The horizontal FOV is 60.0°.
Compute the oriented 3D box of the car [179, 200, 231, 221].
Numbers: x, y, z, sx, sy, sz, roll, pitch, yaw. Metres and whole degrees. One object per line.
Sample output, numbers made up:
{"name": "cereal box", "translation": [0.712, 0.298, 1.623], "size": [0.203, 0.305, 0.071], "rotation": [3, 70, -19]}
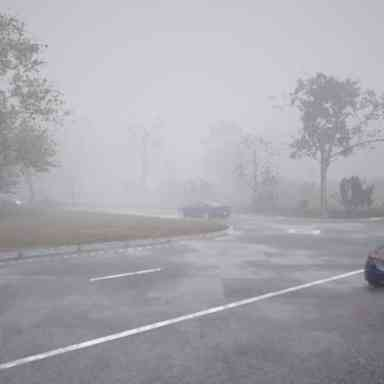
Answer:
{"name": "car", "translation": [0.908, 1.435, 26.819], "size": [1.882, 1.535, 5.008], "rotation": [0, 0, -40]}

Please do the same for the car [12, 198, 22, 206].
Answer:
{"name": "car", "translation": [-31.796, 1.846, 58.399], "size": [4.674, 1.442, 1.812], "rotation": [-1, 0, 30]}

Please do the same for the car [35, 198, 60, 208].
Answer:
{"name": "car", "translation": [-22.970, 1.691, 52.916], "size": [4.902, 1.511, 2.128], "rotation": [-1, 0, 35]}

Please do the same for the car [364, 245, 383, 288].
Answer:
{"name": "car", "translation": [5.996, 1.539, 7.968], "size": [4.181, 1.385, 1.994], "rotation": [0, 0, -35]}
